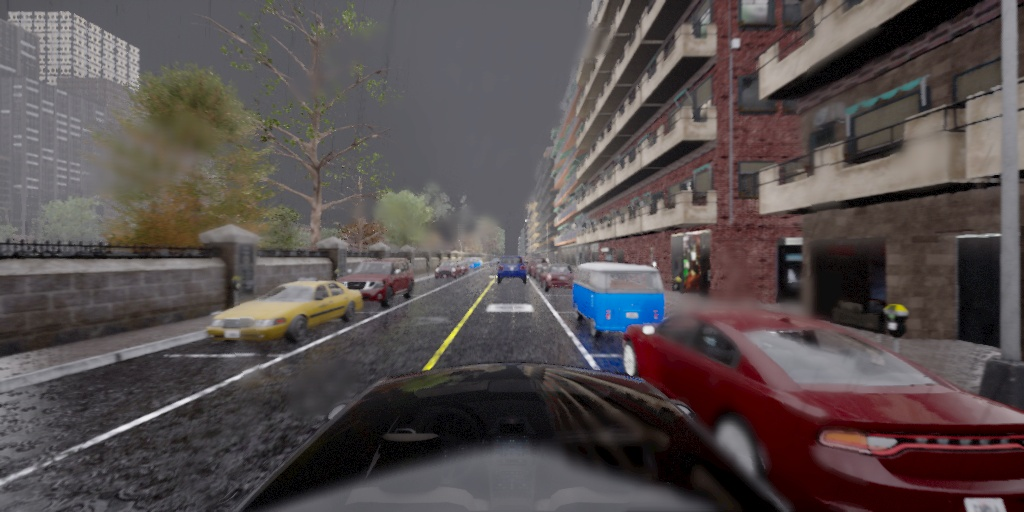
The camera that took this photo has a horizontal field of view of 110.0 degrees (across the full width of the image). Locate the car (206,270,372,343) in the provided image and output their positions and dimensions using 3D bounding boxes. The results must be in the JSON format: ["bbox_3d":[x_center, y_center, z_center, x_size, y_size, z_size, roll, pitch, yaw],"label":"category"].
[{"bbox_3d":[-5.689,1.275,9.728,1.751,1.417,4.829,0,0,0],"label":"car"}]

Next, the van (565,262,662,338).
[{"bbox_3d":[2.691,1.090,9.897,1.690,1.789,3.998,0,0,0],"label":"van"}]

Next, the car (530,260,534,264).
[{"bbox_3d":[2.693,1.302,32.417,1.888,1.381,4.507,0,0,0],"label":"car"}]

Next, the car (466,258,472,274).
[{"bbox_3d":[-5.687,1.201,38.048,1.967,1.591,4.097,0,0,0],"label":"car"}]

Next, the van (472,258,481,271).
[{"bbox_3d":[-5.687,1.112,49.308,1.690,1.789,3.998,0,0,0],"label":"van"}]

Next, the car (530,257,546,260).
[{"bbox_3d":[2.694,1.075,38.047,2.192,1.841,5.009,0,0,0],"label":"car"}]

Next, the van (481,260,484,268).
[{"bbox_3d":[-5.686,1.119,54.937,1.690,1.789,3.998,0,0,0],"label":"van"}]

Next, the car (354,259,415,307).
[{"bbox_3d":[-5.689,1.065,15.528,2.192,1.841,5.009,0,0,0],"label":"car"}]

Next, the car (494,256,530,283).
[{"bbox_3d":[0.009,0.978,27.907,2.150,2.045,5.566,0,0,0],"label":"car"}]

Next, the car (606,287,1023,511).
[{"bbox_3d":[2.690,1.295,4.267,1.888,1.381,4.507,0,0,0],"label":"car"}]

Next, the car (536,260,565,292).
[{"bbox_3d":[2.692,1.191,21.157,1.967,1.591,4.097,0,0,0],"label":"car"}]

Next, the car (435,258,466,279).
[{"bbox_3d":[-5.688,1.197,32.419,1.967,1.591,4.097,0,0,0],"label":"car"}]

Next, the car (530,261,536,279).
[{"bbox_3d":[2.692,1.304,26.787,2.007,1.370,4.403,0,0,0],"label":"car"}]
